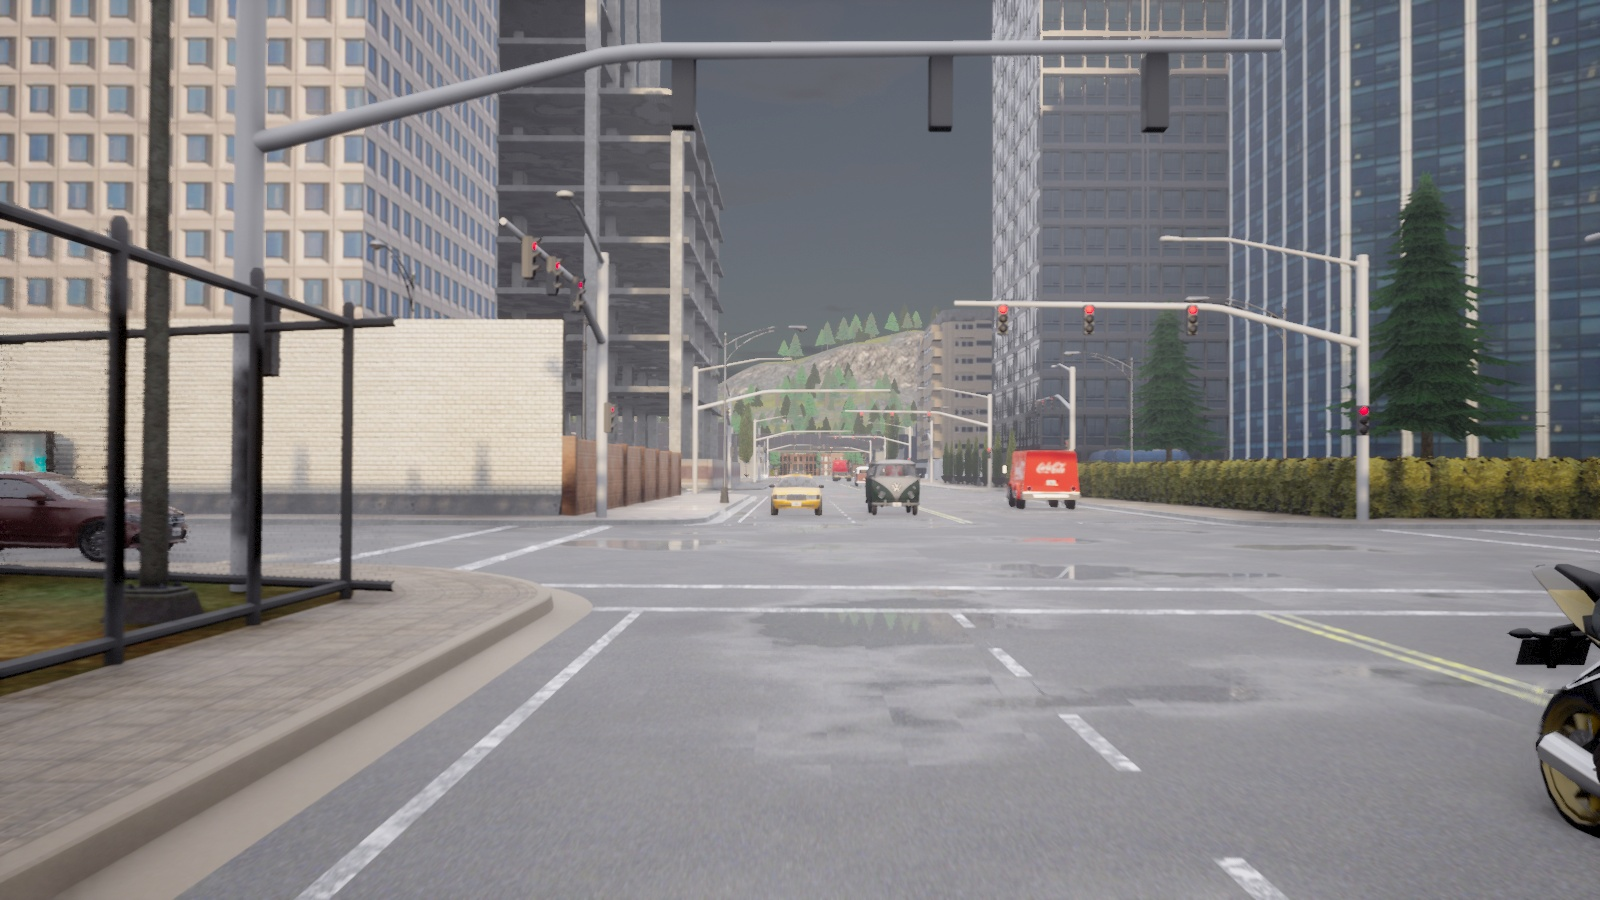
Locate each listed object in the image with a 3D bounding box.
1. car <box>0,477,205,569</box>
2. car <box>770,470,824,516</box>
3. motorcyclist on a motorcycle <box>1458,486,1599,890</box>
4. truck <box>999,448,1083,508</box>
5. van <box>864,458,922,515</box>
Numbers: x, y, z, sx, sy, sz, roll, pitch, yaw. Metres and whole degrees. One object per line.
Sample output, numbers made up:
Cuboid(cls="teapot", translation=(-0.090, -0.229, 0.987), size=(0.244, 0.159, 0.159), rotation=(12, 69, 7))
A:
Cuboid(cls="car", translation=(-12.650, 1.185, 20.859), size=(4.674, 1.442, 1.812), rotation=(0, -1, 0))
Cuboid(cls="car", translation=(-0.111, 1.514, 45.314), size=(1.801, 1.575, 5.366), rotation=(0, -1, 0))
Cuboid(cls="motorcyclist on a motorcycle", translation=(3.488, 0.915, 4.717), size=(0.866, 1.530, 2.191), rotation=(0, -1, 0))
Cuboid(cls="truck", translation=(10.366, 1.200, 54.499), size=(2.627, 2.467, 5.204), rotation=(0, -1, 0))
Cuboid(cls="van", translation=(3.386, 1.330, 46.277), size=(1.775, 1.987, 4.442), rotation=(0, -1, 0))
